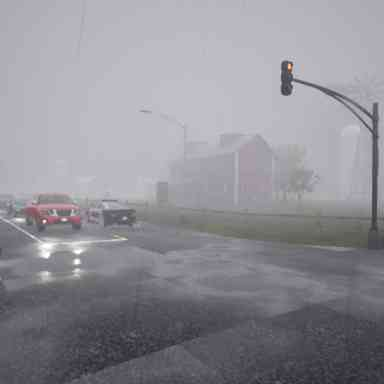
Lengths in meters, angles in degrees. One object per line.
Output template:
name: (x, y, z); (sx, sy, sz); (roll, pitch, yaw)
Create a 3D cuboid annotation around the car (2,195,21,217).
car: (-14.179, 1.279, 27.799); (2.033, 1.411, 5.357); (2, -1, -36)

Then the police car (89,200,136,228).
police car: (-5.482, 1.341, 21.802); (1.930, 1.638, 5.238); (2, -1, -35)

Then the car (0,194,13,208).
car: (-20.426, 0.985, 36.593); (2.097, 1.767, 4.553); (2, -1, -35)

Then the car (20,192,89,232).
car: (-8.159, 1.050, 19.365); (2.150, 2.045, 5.566); (2, -1, -35)
